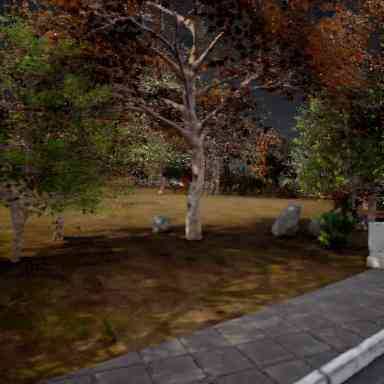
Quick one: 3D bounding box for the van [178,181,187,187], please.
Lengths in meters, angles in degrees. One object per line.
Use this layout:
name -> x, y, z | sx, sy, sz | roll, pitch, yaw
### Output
van -> -1.580, -2.201, 94.833 | 1.878, 1.987, 4.442 | 4, 1, 19

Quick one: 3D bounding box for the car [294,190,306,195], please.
car -> 27.155, 0.260, 84.819 | 2.097, 1.535, 5.008 | 5, 1, 19

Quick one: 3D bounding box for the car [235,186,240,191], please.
car -> 11.276, -1.018, 90.085 | 1.946, 1.575, 5.366 | 5, 1, 19

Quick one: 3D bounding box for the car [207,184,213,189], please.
car -> 6.222, -1.407, 92.015 | 2.231, 1.521, 4.892 | 4, 1, 19
